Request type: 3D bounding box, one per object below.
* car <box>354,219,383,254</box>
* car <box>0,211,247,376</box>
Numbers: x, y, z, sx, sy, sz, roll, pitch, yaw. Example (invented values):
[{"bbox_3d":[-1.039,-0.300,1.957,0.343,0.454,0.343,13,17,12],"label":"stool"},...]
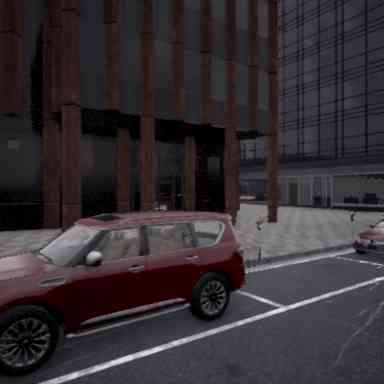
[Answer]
[{"bbox_3d":[7.587,1.558,12.060,4.206,1.307,1.802,0,0,-35],"label":"car"},{"bbox_3d":[-1.267,1.311,5.745,5.009,1.841,2.192,0,0,-35],"label":"car"}]
